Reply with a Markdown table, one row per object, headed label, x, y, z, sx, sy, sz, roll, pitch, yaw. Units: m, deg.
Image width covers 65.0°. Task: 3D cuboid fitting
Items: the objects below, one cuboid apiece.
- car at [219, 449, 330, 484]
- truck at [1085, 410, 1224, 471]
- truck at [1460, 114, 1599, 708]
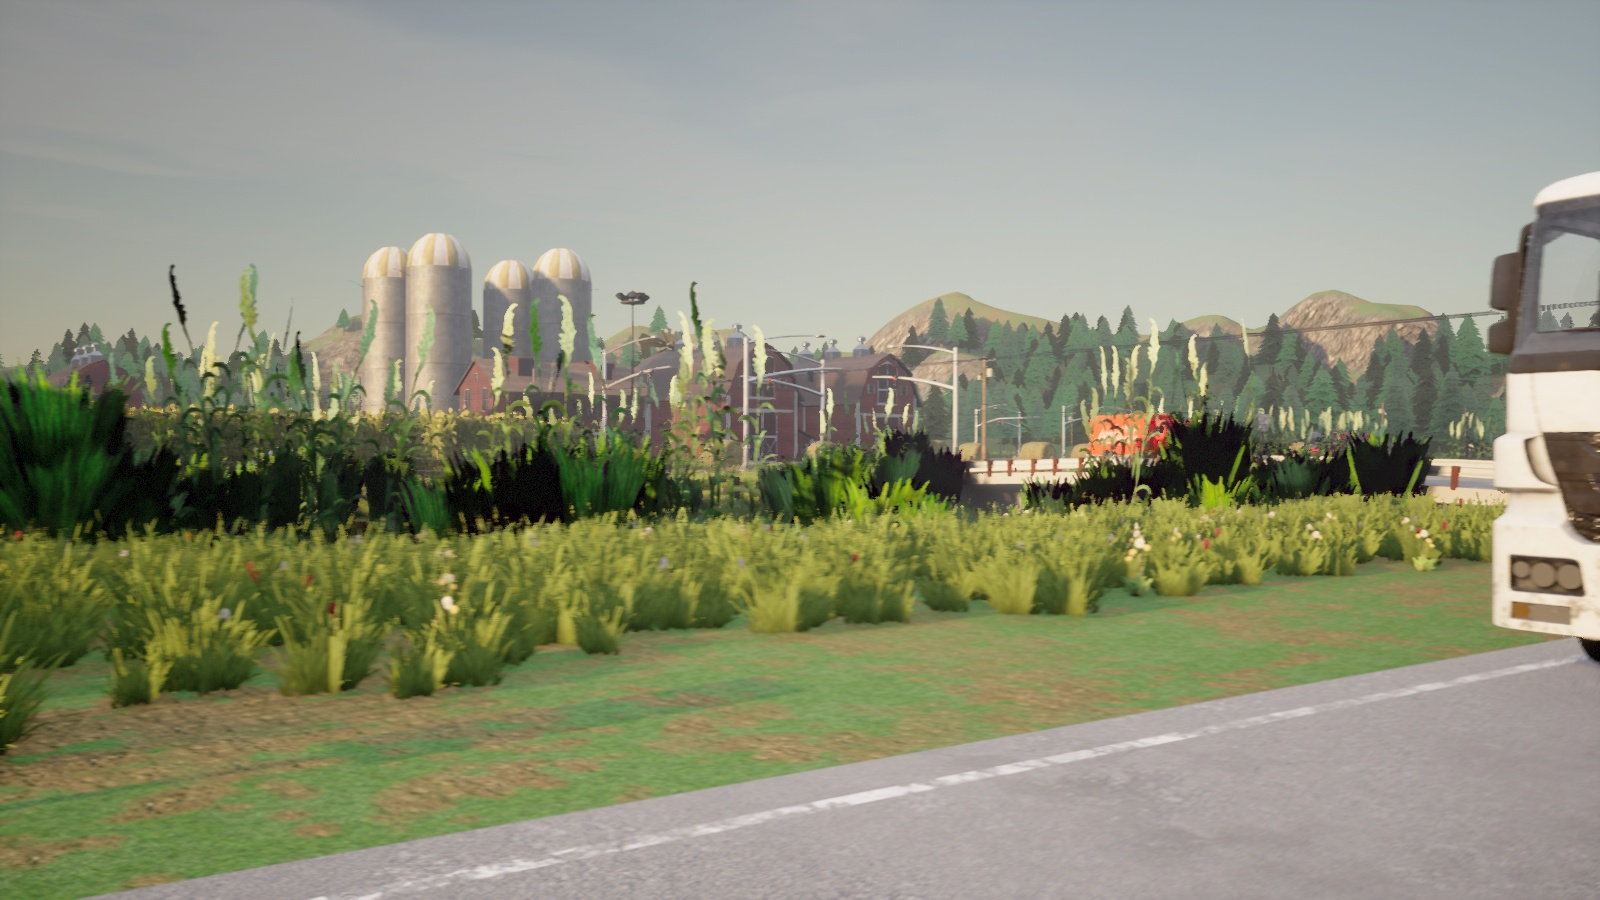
| label | x | y | z | sx | sy | sz | roll | pitch | yaw |
| --- | --- | --- | --- | --- | --- | --- | --- | --- | --- |
| car | -26.145 | 0.798 | 62.545 | 4.611 | 1.667 | 2.242 | 0 | 0 | -40 |
| truck | 14.961 | -0.360 | 53.259 | 2.627 | 2.467 | 5.204 | 0 | 0 | -33 |
| truck | 8.284 | -0.232 | 9.064 | 7.936 | 3.462 | 2.891 | 0 | 0 | -35 |
